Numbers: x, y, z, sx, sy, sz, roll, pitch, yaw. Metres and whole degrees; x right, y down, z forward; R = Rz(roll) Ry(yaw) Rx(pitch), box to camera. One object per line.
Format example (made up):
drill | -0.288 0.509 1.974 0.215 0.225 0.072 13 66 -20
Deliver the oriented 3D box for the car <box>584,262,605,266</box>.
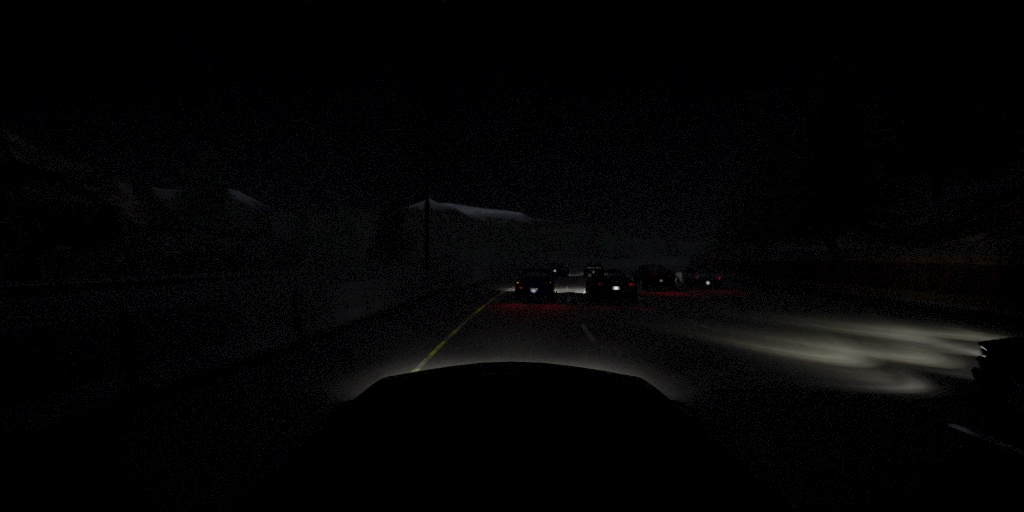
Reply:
car | 8.214 1.317 35.899 2.128 1.511 4.902 0 0 15

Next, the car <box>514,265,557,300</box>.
car | 1.199 1.300 17.752 1.812 1.442 4.674 0 0 7

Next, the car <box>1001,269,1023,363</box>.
car | 10.741 1.149 4.845 2.097 1.767 4.553 0 0 1

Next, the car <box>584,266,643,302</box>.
car | 4.684 1.352 17.321 1.994 1.385 4.181 0 0 7

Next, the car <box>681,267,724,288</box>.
car | 12.907 1.432 25.050 1.895 1.301 4.718 0 0 11

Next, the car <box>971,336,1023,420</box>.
car | 7.180 1.258 2.738 1.882 1.535 5.008 0 0 1

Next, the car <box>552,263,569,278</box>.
car | 4.492 1.373 35.433 1.994 1.385 4.181 0 0 14

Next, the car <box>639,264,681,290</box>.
car | 9.052 1.291 23.247 1.882 1.535 5.008 0 0 9
